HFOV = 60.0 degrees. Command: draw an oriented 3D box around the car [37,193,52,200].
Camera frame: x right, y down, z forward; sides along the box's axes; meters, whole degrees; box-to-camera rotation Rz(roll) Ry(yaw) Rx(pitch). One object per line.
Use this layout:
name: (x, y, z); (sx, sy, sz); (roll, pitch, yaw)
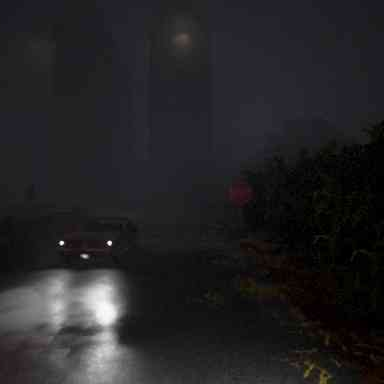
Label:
car: (-37.376, 1.183, 84.874); (3.866, 1.878, 1.905); (0, 0, -1)

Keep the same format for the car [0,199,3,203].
car: (-37.062, 1.401, 60.670); (4.611, 1.667, 2.242); (0, 0, -1)

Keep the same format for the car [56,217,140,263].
car: (-3.180, 1.609, 12.136); (1.895, 1.301, 4.718); (0, 0, 0)
